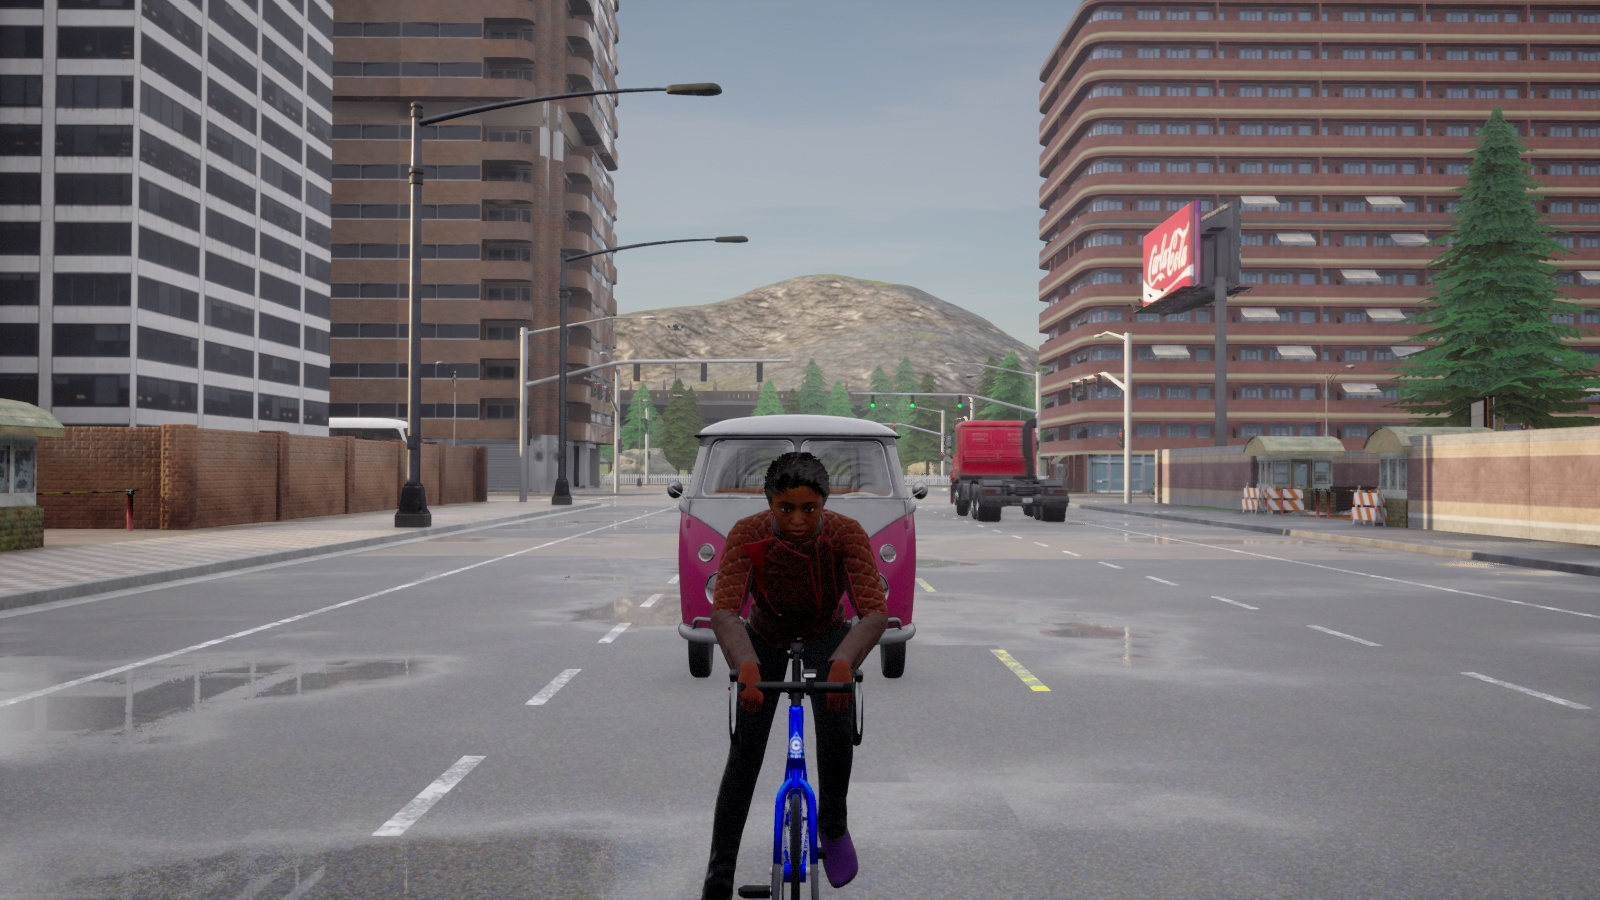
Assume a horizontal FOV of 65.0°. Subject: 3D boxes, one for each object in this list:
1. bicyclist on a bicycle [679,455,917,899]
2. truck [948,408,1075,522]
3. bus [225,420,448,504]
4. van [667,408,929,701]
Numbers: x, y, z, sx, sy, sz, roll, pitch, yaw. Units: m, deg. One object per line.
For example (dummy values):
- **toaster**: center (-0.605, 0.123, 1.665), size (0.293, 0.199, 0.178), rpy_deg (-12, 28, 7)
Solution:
- **bicyclist on a bicycle**: center (-0.005, 0.833, 3.919), size (0.582, 1.620, 1.656), rpy_deg (0, -1, 0)
- **truck**: center (6.938, 0.515, 42.362), size (2.891, 3.462, 7.936), rpy_deg (0, -1, 0)
- **bus**: center (-24.146, 0.639, 65.914), size (10.273, 4.253, 3.944), rpy_deg (0, -1, 0)
- **van**: center (-0.015, 0.748, 10.772), size (1.775, 1.987, 4.442), rpy_deg (0, -1, 0)
